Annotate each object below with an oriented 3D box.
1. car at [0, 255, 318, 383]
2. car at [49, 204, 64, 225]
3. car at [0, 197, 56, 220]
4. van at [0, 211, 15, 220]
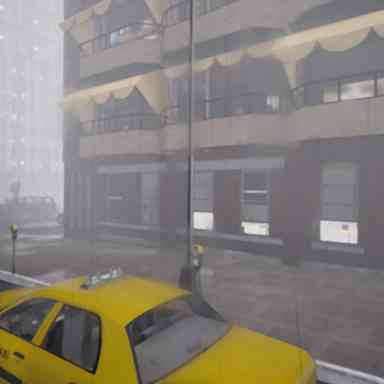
[{"bbox_3d":[-1.151,1.524,3.685,4.829,1.417,1.752,0,1,36],"label":"car"},{"bbox_3d":[-7.218,1.681,23.385,1.887,1.381,4.507,1,0,36],"label":"car"},{"bbox_3d":[-14.005,1.331,28.295,2.192,1.841,5.009,1,0,36],"label":"car"},{"bbox_3d":[-5.573,1.337,6.839,3.998,1.788,1.690,0,1,36],"label":"van"}]
